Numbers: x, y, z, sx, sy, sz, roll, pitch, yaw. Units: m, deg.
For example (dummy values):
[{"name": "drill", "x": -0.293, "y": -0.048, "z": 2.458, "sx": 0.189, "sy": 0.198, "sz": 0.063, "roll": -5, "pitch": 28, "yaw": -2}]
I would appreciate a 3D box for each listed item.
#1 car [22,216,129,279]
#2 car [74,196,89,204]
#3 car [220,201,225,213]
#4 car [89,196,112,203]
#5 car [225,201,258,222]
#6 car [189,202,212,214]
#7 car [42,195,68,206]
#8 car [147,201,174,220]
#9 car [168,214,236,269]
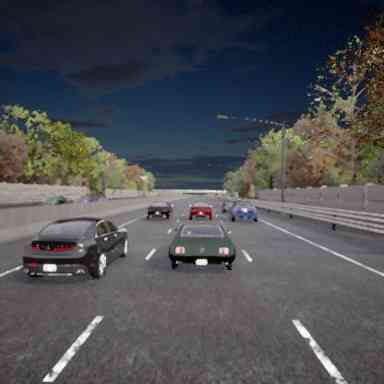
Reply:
[{"name": "car", "x": -3.200, "y": 1.504, "z": 10.059, "sx": 1.837, "sy": 1.490, "sz": 4.892, "roll": 1, "pitch": 0, "yaw": 1}, {"name": "car", "x": -16.353, "y": 1.363, "z": 50.842, "sx": 2.097, "sy": 1.767, "sz": 4.553, "roll": 1, "pitch": 0, "yaw": 2}, {"name": "car", "x": 4.442, "y": 1.753, "z": 39.419, "sx": 2.033, "sy": 1.411, "sz": 5.357, "roll": 1, "pitch": 0, "yaw": 2}, {"name": "car", "x": -12.912, "y": 1.589, "z": 48.858, "sx": 2.033, "sy": 1.411, "sz": 5.357, "roll": 1, "pitch": 0, "yaw": 2}, {"name": "car", "x": 4.232, "y": 1.508, "z": 28.256, "sx": 2.097, "sy": 1.767, "sz": 4.553, "roll": 1, "pitch": 0, "yaw": 2}, {"name": "car", "x": 0.791, "y": 1.598, "z": 29.768, "sx": 1.882, "sy": 1.535, "sz": 5.008, "roll": 1, "pitch": 0, "yaw": 1}, {"name": "car", "x": -19.913, "y": 1.307, "z": 48.435, "sx": 2.097, "sy": 1.767, "sz": 4.553, "roll": 1, "pitch": 0, "yaw": 2}, {"name": "car", "x": -2.722, "y": 1.554, "z": 29.282, "sx": 1.882, "sy": 1.535, "sz": 5.008, "roll": 1, "pitch": 0, "yaw": 1}, {"name": "car", "x": 0.331, "y": 1.647, "z": 11.345, "sx": 1.895, "sy": 1.301, "sz": 4.718, "roll": 1, "pitch": 0, "yaw": 1}]
